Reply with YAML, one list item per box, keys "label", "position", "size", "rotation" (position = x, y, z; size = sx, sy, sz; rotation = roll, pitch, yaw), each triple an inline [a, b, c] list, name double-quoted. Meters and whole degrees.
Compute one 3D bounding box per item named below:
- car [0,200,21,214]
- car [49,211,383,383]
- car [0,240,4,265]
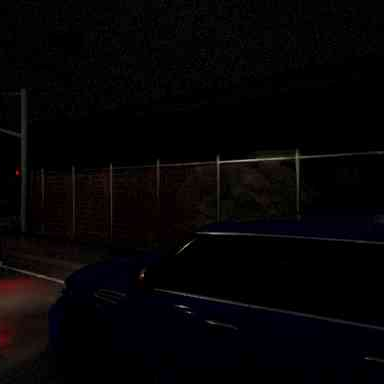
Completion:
- label: "car"
  position: [-18.741, 1.560, 33.877]
  size: [1.837, 1.490, 4.892]
  rotation: [0, 0, 35]
- label: "car"
  position: [0.904, 1.221, 3.346]
  size: [5.566, 2.045, 2.150]
  rotation: [0, 0, 35]
- label: "car"
  position: [-7.110, 1.492, 9.063]
  size: [4.902, 1.511, 2.128]
  rotation: [0, 0, 33]
